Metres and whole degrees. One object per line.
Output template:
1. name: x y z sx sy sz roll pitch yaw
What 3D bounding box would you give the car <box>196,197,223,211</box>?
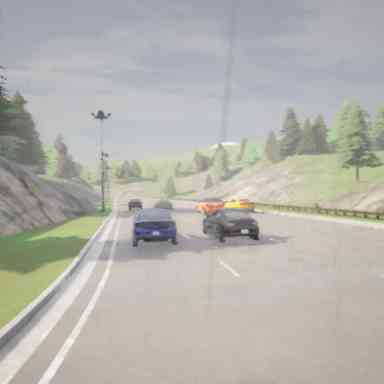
1. car: 1.813 1.322 33.813 2.097 1.767 4.553 -1 0 -11

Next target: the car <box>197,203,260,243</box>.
1. car: 1.752 1.489 16.038 1.812 1.442 4.674 -1 0 -11

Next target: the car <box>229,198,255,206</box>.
1. car: 5.079 1.368 35.338 1.882 1.535 5.008 -1 0 -11

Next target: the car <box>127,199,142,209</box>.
1. car: -8.086 1.724 47.297 1.837 1.490 4.892 -1 0 -12

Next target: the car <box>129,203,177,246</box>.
1. car: -1.862 1.530 15.834 1.882 1.535 5.008 -1 0 -10

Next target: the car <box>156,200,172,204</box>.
1. car: -3.669 1.673 43.343 1.994 1.385 4.181 -1 0 -12
